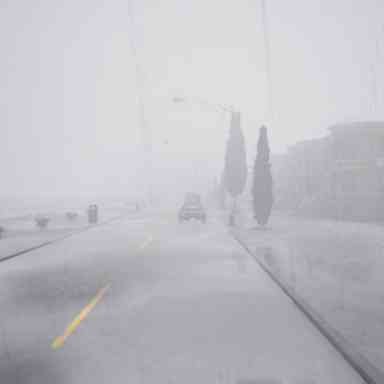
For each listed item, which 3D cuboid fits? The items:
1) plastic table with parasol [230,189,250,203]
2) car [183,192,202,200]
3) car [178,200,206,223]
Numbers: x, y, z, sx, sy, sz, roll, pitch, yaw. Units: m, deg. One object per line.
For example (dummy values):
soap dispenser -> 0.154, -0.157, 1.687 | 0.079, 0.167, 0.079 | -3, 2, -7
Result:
plastic table with parasol -> 8.664, 0.694, 60.024 | 2.482, 2.480, 2.482 | 0, 0, -40
car -> 0.080, 1.066, 42.730 | 2.150, 2.045, 5.566 | 0, 0, 0
car -> 0.042, 1.511, 24.348 | 1.895, 1.301, 4.718 | 0, 0, 1
